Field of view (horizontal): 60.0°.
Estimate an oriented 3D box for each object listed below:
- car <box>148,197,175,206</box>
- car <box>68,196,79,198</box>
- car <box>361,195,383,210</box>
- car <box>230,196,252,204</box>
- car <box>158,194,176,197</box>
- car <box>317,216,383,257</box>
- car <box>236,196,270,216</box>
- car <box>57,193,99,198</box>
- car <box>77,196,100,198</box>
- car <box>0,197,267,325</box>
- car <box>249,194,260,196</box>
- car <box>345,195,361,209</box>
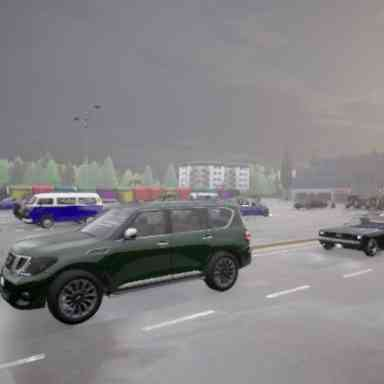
[{"bbox_3d":[-4.844,1.471,53.238,3.905,1.438,1.784,0,0,-35],"label":"car"},{"bbox_3d":[-10.716,1.410,35.443,3.905,1.438,1.784,0,0,-35],"label":"car"},{"bbox_3d":[24.063,1.331,42.590,4.605,1.855,1.932,0,0,-35],"label":"car"},{"bbox_3d":[9.401,1.573,63.347,3.806,1.475,1.970,0,0,-35],"label":"car"},{"bbox_3d":[-3.222,1.260,50.838,4.605,1.855,1.932,0,0,-35],"label":"car"},{"bbox_3d":[7.132,1.654,13.365,4.718,1.301,1.895,0,0,-35],"label":"car"},{"bbox_3d":[6.615,1.502,37.098,3.806,1.475,1.970,0,0,-35],"label":"car"},{"bbox_3d":[-12.307,1.199,37.605,4.605,1.855,1.932,0,0,-35],"label":"car"},{"bbox_3d":[-9.044,1.441,33.080,3.806,1.475,1.970,0,0,-35],"label":"car"},{"bbox_3d":[-1.097,1.234,7.502,5.566,2.045,2.150,0,0,-35],"label":"car"},{"bbox_3d":[11.066,1.334,60.978,3.866,1.878,1.905,0,0,-35],"label":"car"},{"bbox_3d":[22.435,1.334,44.983,3.866,1.878,1.905,0,0,-35],"label":"car"}]
